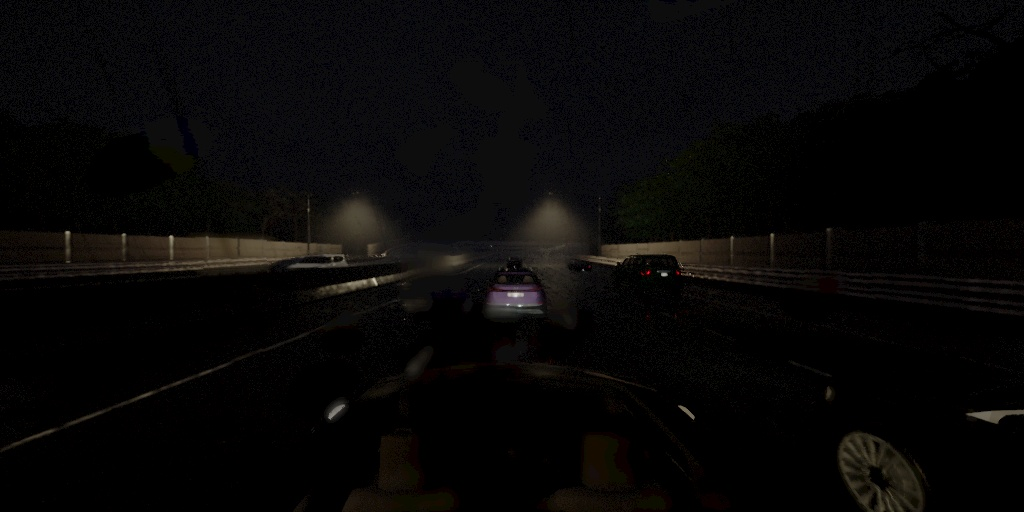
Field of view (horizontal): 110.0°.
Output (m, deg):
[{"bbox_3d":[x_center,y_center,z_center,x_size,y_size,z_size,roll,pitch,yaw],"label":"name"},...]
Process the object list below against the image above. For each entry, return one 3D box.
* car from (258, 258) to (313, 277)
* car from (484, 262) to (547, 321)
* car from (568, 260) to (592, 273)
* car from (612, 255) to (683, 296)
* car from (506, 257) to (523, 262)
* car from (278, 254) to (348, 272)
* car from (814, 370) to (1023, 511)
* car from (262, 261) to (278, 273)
[{"bbox_3d":[-20.979,1.047,33.505,1.882,1.535,5.008,0,1,1],"label":"car"},{"bbox_3d":[0.115,1.177,12.528,2.033,1.649,4.856,0,0,0],"label":"car"},{"bbox_3d":[7.245,1.083,38.664,1.895,1.301,4.718,0,1,0],"label":"car"},{"bbox_3d":[7.135,0.944,19.461,2.150,2.045,5.566,0,0,0],"label":"car"},{"bbox_3d":[0.283,0.896,43.241,1.837,1.490,4.892,0,1,0],"label":"car"},{"bbox_3d":[-14.034,0.887,26.165,2.150,2.045,5.566,0,1,0],"label":"car"},{"bbox_3d":[3.601,1.242,1.174,2.128,1.511,4.902,0,0,0],"label":"car"},{"bbox_3d":[-17.516,1.159,28.934,1.812,1.442,4.674,0,1,0],"label":"car"}]
